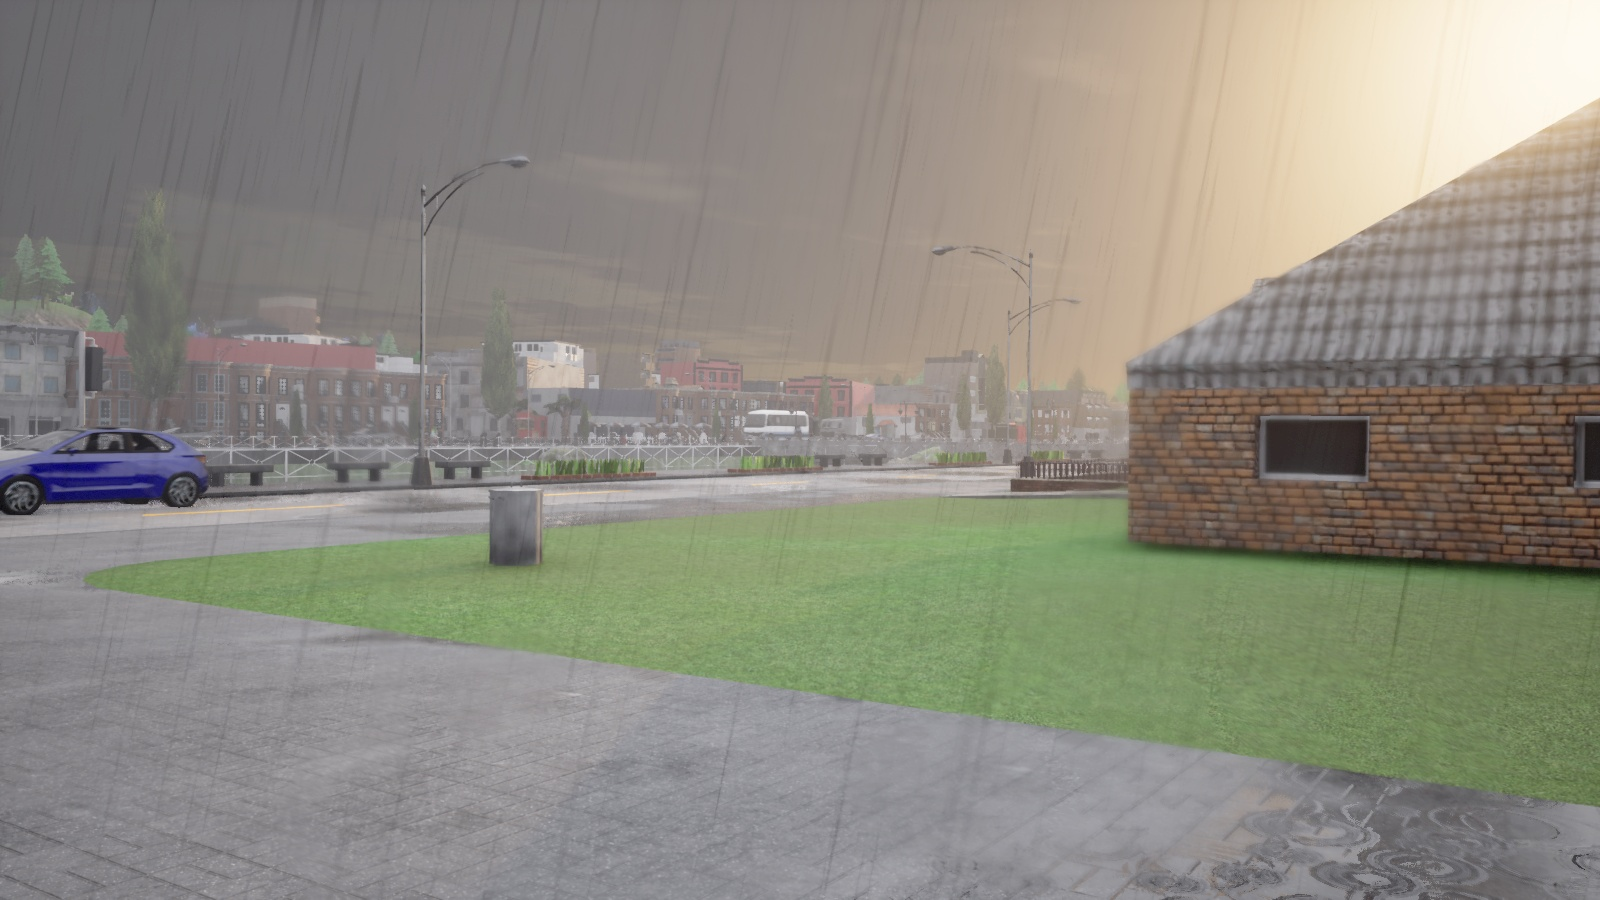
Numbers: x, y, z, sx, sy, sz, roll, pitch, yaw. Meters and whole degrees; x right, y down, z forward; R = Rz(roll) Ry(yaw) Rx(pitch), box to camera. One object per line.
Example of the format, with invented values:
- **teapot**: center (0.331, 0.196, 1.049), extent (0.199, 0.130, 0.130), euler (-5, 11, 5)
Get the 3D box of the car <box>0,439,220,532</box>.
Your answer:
- **car**: center (-12.704, 0.559, 22.070), extent (1.816, 1.474, 4.193), euler (0, 1, 34)
